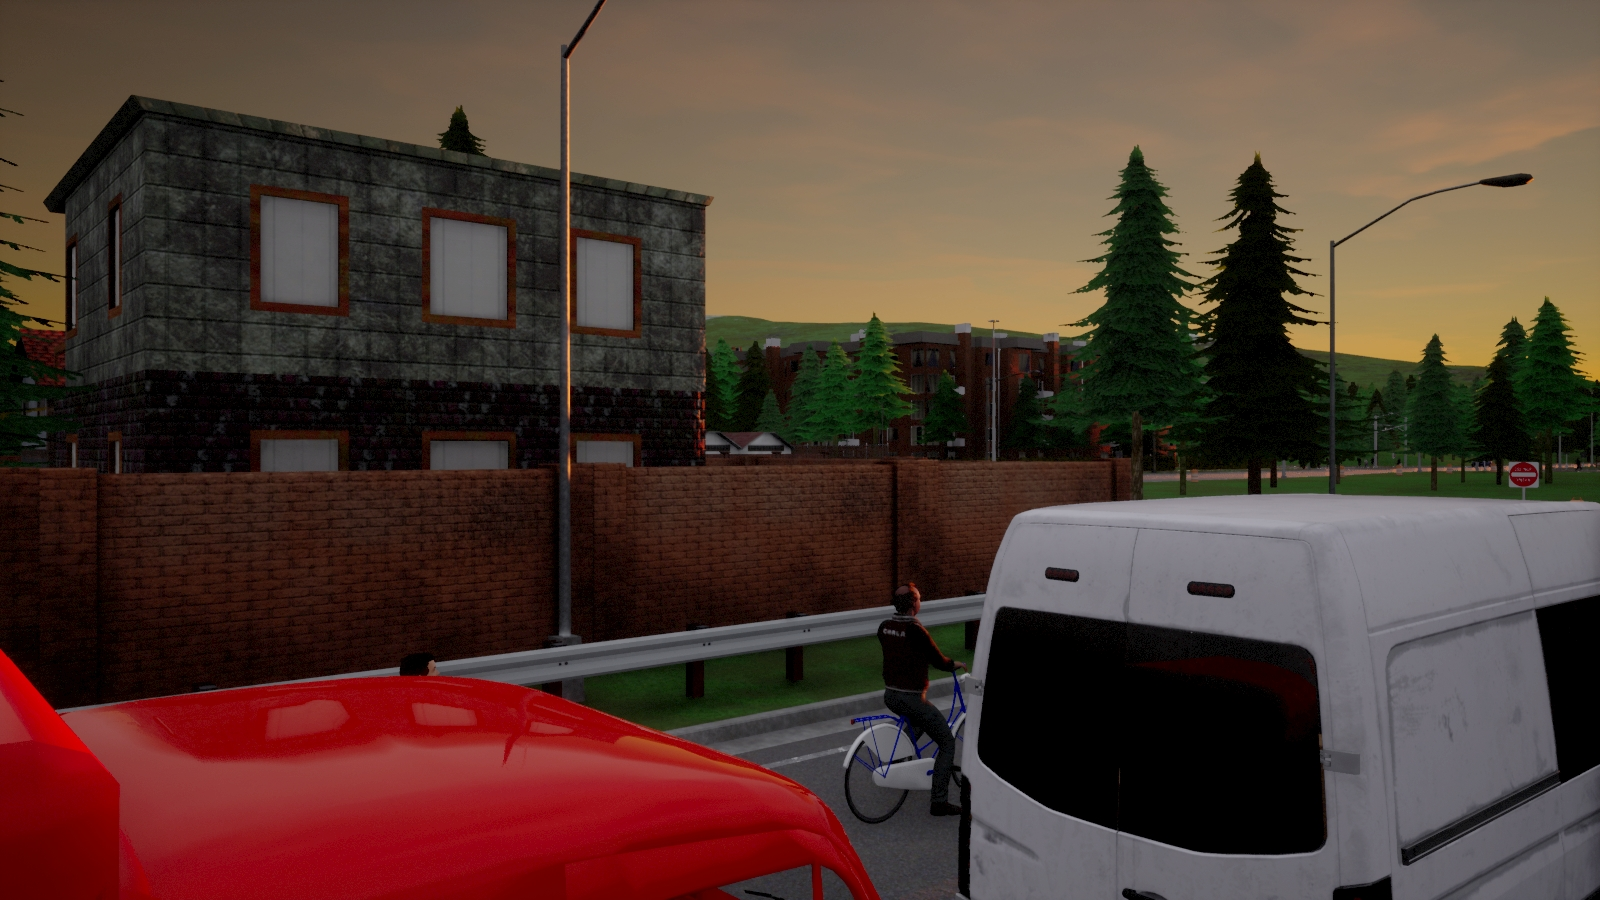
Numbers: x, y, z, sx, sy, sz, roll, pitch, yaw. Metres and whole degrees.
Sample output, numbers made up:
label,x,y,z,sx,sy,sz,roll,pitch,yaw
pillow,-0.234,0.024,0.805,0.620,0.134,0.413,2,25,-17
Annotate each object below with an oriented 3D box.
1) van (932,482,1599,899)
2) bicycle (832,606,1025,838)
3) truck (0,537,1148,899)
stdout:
label,x,y,z,sx,sy,sz,roll,pitch,yaw
van,3.509,1.534,6.458,5.915,2.561,1.988,0,0,-40
bicycle,1.045,2.060,8.955,1.835,1.471,0.329,0,0,-40
truck,-2.109,1.568,1.686,5.204,2.467,2.627,0,0,-40
